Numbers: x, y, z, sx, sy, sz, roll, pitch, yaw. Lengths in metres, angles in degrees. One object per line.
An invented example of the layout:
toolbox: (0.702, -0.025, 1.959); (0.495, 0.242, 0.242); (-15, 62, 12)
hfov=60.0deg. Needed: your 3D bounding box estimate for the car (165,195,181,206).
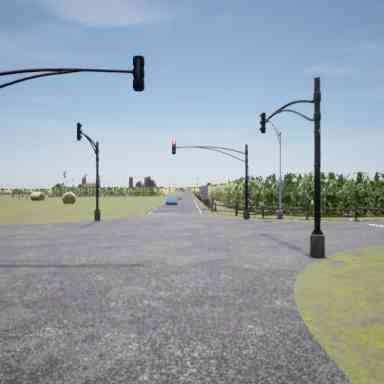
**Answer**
car: (-3.303, 1.470, 54.064); (1.882, 1.535, 5.008); (0, 1, 0)
